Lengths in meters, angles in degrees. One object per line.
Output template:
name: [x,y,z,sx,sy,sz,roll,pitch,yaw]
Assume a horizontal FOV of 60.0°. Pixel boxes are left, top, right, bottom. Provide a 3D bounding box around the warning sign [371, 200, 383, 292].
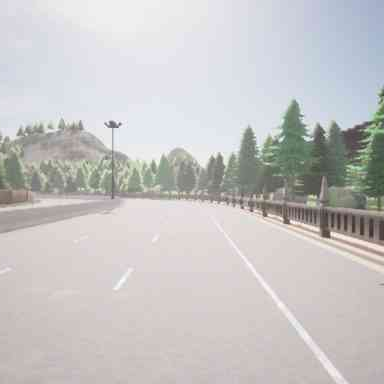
warning sign: [4.550,1.099,6.715,1.300,1.860,1.060,0,0,0]
